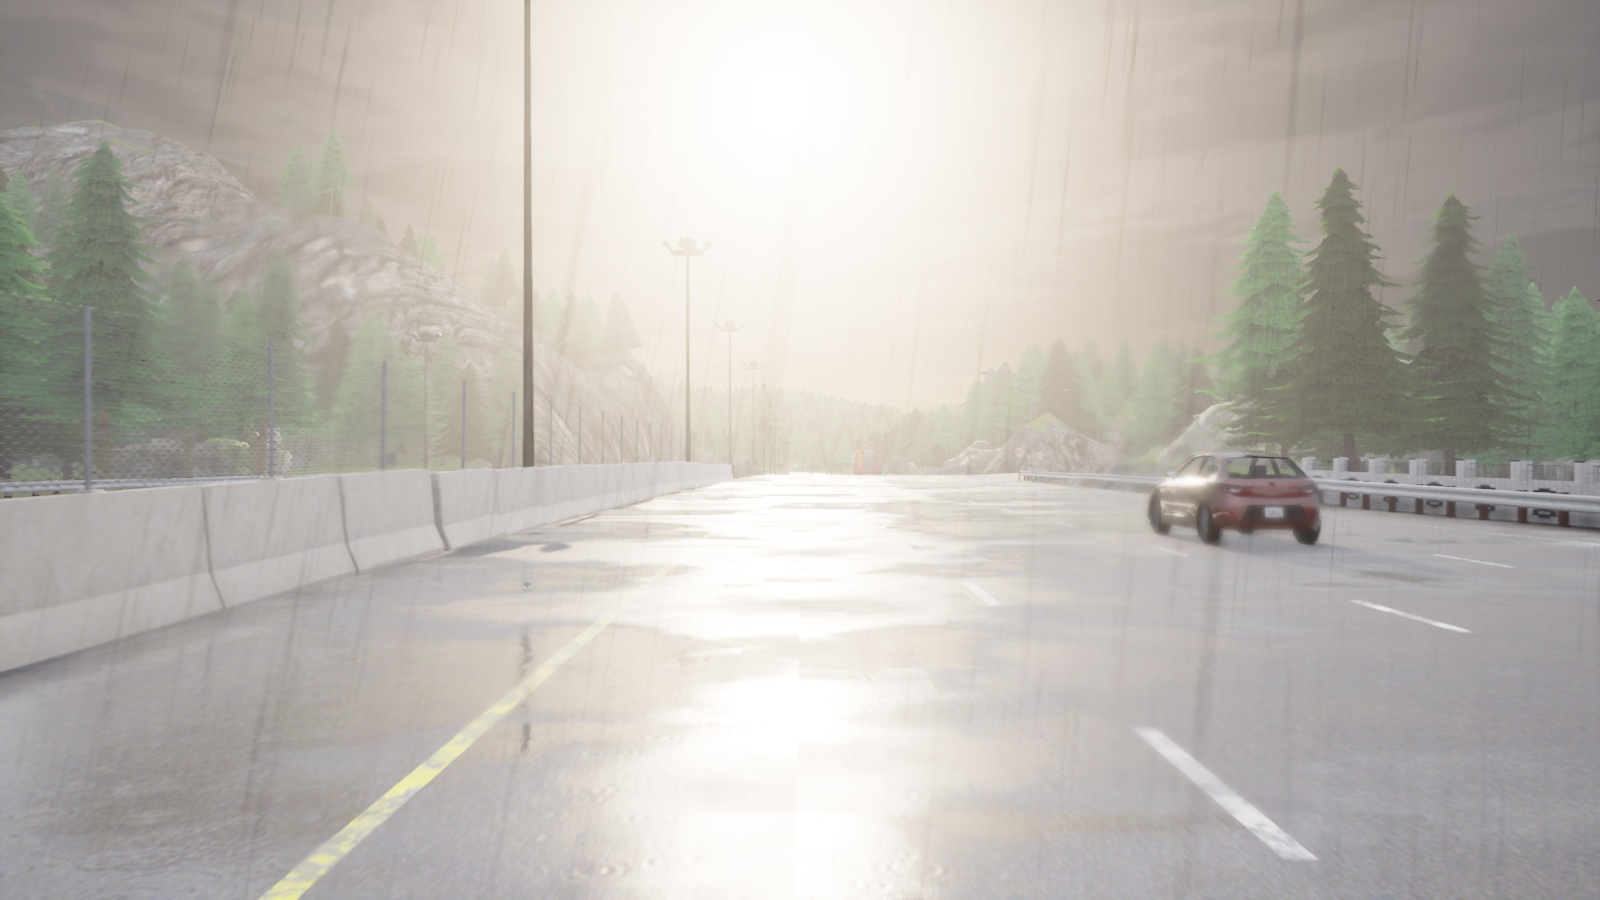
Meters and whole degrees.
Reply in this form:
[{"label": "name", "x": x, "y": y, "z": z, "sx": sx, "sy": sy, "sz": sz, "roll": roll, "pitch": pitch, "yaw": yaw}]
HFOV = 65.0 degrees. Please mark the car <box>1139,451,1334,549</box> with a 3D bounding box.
[{"label": "car", "x": 7.135, "y": 0.765, "z": 21.001, "sx": 1.816, "sy": 1.474, "sz": 4.193, "roll": 0, "pitch": 0, "yaw": 0}]
